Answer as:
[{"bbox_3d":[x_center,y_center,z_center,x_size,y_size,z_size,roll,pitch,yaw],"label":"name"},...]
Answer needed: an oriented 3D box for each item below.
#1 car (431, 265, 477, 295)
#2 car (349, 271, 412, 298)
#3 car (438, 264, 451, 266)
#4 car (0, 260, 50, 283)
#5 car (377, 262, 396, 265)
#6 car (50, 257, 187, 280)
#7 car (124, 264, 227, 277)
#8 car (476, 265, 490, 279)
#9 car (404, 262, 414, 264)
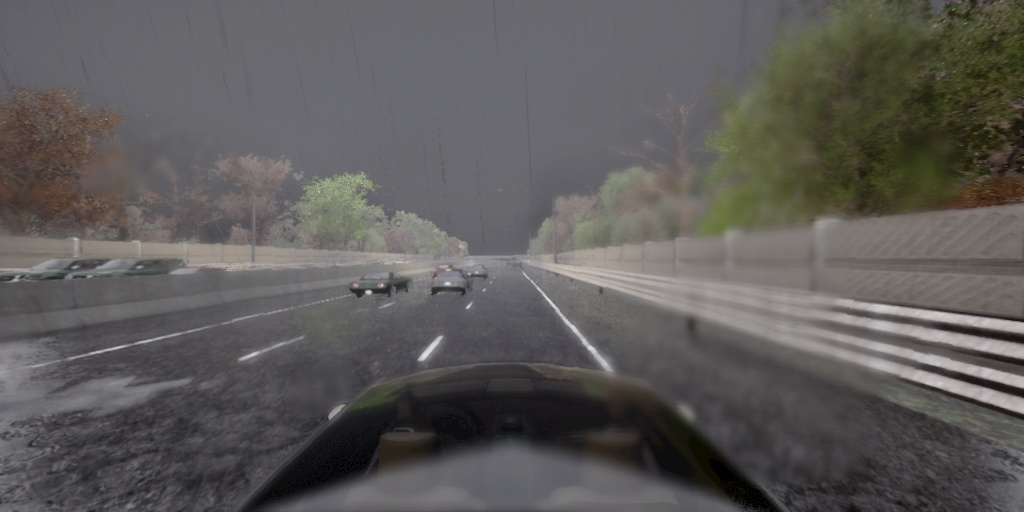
[{"bbox_3d":[-3.402,1.446,20.994,1.994,1.385,4.181,0,0,0],"label":"car"},{"bbox_3d":[-6.902,1.472,19.497,1.895,1.301,4.718,0,0,0],"label":"car"},{"bbox_3d":[-6.903,1.529,37.250,1.812,1.442,4.674,0,0,0],"label":"car"},{"bbox_3d":[-24.601,1.098,20.127,2.150,2.045,5.566,0,0,0],"label":"car"},{"bbox_3d":[-21.022,1.715,61.746,1.812,1.442,4.674,0,0,1],"label":"car"},{"bbox_3d":[-21.101,1.098,20.100,2.150,2.045,5.566,0,0,0],"label":"car"},{"bbox_3d":[-17.601,1.351,19.759,1.882,1.535,5.008,0,0,0],"label":"car"},{"bbox_3d":[-3.403,1.562,36.661,1.994,1.385,4.181,0,0,0],"label":"car"},{"bbox_3d":[-17.532,1.751,61.478,1.994,1.385,4.181,0,0,1],"label":"car"}]
